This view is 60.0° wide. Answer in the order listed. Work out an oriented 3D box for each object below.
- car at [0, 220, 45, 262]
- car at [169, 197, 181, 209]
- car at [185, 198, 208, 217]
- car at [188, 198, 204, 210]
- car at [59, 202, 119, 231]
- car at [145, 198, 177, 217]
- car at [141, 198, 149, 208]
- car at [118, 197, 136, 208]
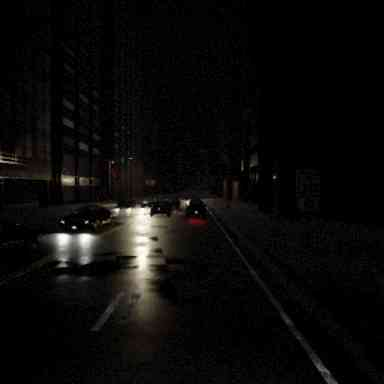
[{"bbox_3d":[-6.489,1.587,10.290,1.895,1.301,4.718,0,0,1],"label":"car"},{"bbox_3d":[-2.671,1.499,46.465,2.128,1.511,4.902,0,0,1],"label":"car"},{"bbox_3d":[0.405,1.516,31.346,1.837,1.490,4.892,0,0,1],"label":"car"},{"bbox_3d":[0.546,1.563,44.644,2.033,1.411,5.357,0,0,1],"label":"car"},{"bbox_3d":[-6.369,1.537,20.722,2.033,1.411,5.357,0,0,1],"label":"car"},{"bbox_3d":[-2.842,1.550,31.670,2.033,1.411,5.357,0,0,1],"label":"car"},{"bbox_3d":[-5.970,1.566,47.186,2.033,1.411,5.357,0,0,1],"label":"car"},{"bbox_3d":[-9.220,1.481,47.205,1.882,1.535,5.008,0,0,1],"label":"car"}]
